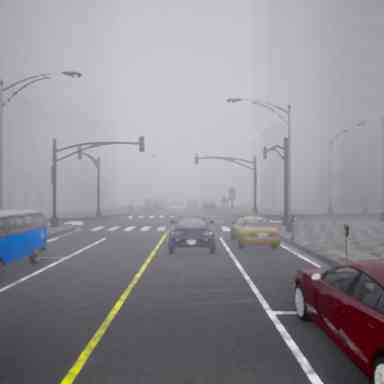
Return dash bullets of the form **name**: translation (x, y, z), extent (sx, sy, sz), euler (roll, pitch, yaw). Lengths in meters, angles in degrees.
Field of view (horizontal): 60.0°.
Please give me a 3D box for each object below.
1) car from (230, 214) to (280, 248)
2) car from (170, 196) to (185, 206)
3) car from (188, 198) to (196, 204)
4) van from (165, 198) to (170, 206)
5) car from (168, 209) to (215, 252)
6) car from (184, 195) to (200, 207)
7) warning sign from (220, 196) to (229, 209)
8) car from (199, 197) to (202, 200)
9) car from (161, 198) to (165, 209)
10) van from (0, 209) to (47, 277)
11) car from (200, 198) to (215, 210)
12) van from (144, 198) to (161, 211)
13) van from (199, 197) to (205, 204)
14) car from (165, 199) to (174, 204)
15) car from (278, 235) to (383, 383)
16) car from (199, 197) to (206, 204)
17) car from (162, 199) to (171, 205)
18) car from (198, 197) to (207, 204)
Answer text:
- **car**: translation (2.763, 1.671, 15.295), extent (1.752, 1.417, 4.829), euler (0, -1, 0)
- **car**: translation (-3.017, 2.202, 69.031), extent (2.128, 1.511, 4.902), euler (0, 0, 0)
- **car**: translation (-0.019, 2.199, 82.930), extent (1.812, 1.442, 4.674), euler (0, -1, 0)
- **van**: translation (-5.792, 1.973, 64.283), extent (1.690, 1.788, 3.998), euler (0, -1, 0)
- **car**: translation (0.012, 1.662, 14.383), extent (1.812, 1.442, 4.674), euler (0, 0, 1)
- **car**: translation (-0.014, 2.009, 66.892), extent (2.097, 1.767, 4.553), euler (0, -1, 0)
- **warning sign**: translation (5.059, 1.619, 51.836), extent (1.300, 1.860, 1.060), euler (0, 0, 0)
- **car**: translation (2.759, 2.176, 64.266), extent (1.887, 1.381, 4.507), euler (0, -1, 0)
- **car**: translation (-5.791, 2.063, 53.232), extent (1.887, 1.381, 4.507), euler (0, -1, 0)
- **van**: translation (-5.768, 1.433, 9.727), extent (1.690, 1.788, 3.998), euler (0, -1, 0)
- **car**: translation (2.764, 2.063, 53.216), extent (1.887, 1.381, 4.507), euler (0, -1, 0)
- **van**: translation (-5.791, 1.803, 47.710), extent (1.690, 1.788, 3.998), euler (0, -1, 0)
- **van**: translation (2.746, 2.259, 91.894), extent (1.690, 1.788, 3.998), euler (0, -1, 0)
- **car**: translation (-5.793, 2.412, 86.380), extent (2.008, 1.369, 4.403), euler (0, -1, 0)
- **car**: translation (2.759, 1.588, 4.545), extent (1.887, 1.381, 4.507), euler (0, -1, 0)
- **car**: translation (2.762, 2.119, 58.741), extent (1.887, 1.381, 4.507), euler (0, -1, 0)
- **car**: translation (-5.792, 2.328, 75.331), extent (1.802, 1.307, 4.206), euler (0, -1, 0)
- **car**: translation (2.749, 2.176, 86.369), extent (2.192, 1.841, 5.009), euler (0, -1, 0)
